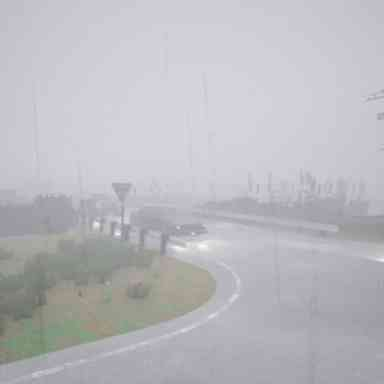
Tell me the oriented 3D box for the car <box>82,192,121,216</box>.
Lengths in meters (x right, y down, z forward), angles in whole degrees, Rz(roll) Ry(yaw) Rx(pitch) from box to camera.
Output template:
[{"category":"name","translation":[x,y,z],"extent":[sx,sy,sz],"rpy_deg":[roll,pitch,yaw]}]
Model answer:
[{"category":"car","translation":[-6.873,0.853,25.002],"extent":[2.097,1.767,4.553],"rpy_deg":[1,1,-34]}]

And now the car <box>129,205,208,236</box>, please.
[{"category":"car","translation":[-1.406,1.374,16.902],"extent":[2.033,1.411,5.357],"rpy_deg":[1,1,-34]}]
